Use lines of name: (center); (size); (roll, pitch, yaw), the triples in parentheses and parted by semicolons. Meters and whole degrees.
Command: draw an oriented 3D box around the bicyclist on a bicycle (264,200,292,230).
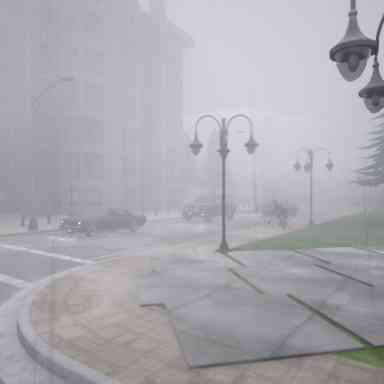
bicyclist on a bicycle: (4.797, 1.289, 18.607); (1.656, 1.620, 0.582); (0, 0, 36)

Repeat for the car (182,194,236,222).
car: (1.509, 1.213, 26.804); (2.150, 2.045, 5.566); (0, 0, 36)

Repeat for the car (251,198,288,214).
car: (8.595, 1.483, 36.510); (2.128, 1.511, 4.902); (0, 0, 36)

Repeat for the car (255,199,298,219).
car: (7.813, 1.481, 29.179); (2.128, 1.511, 4.902); (0, 0, 36)

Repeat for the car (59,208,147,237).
car: (-4.750, 1.593, 18.208); (1.895, 1.301, 4.718); (0, 0, 36)
